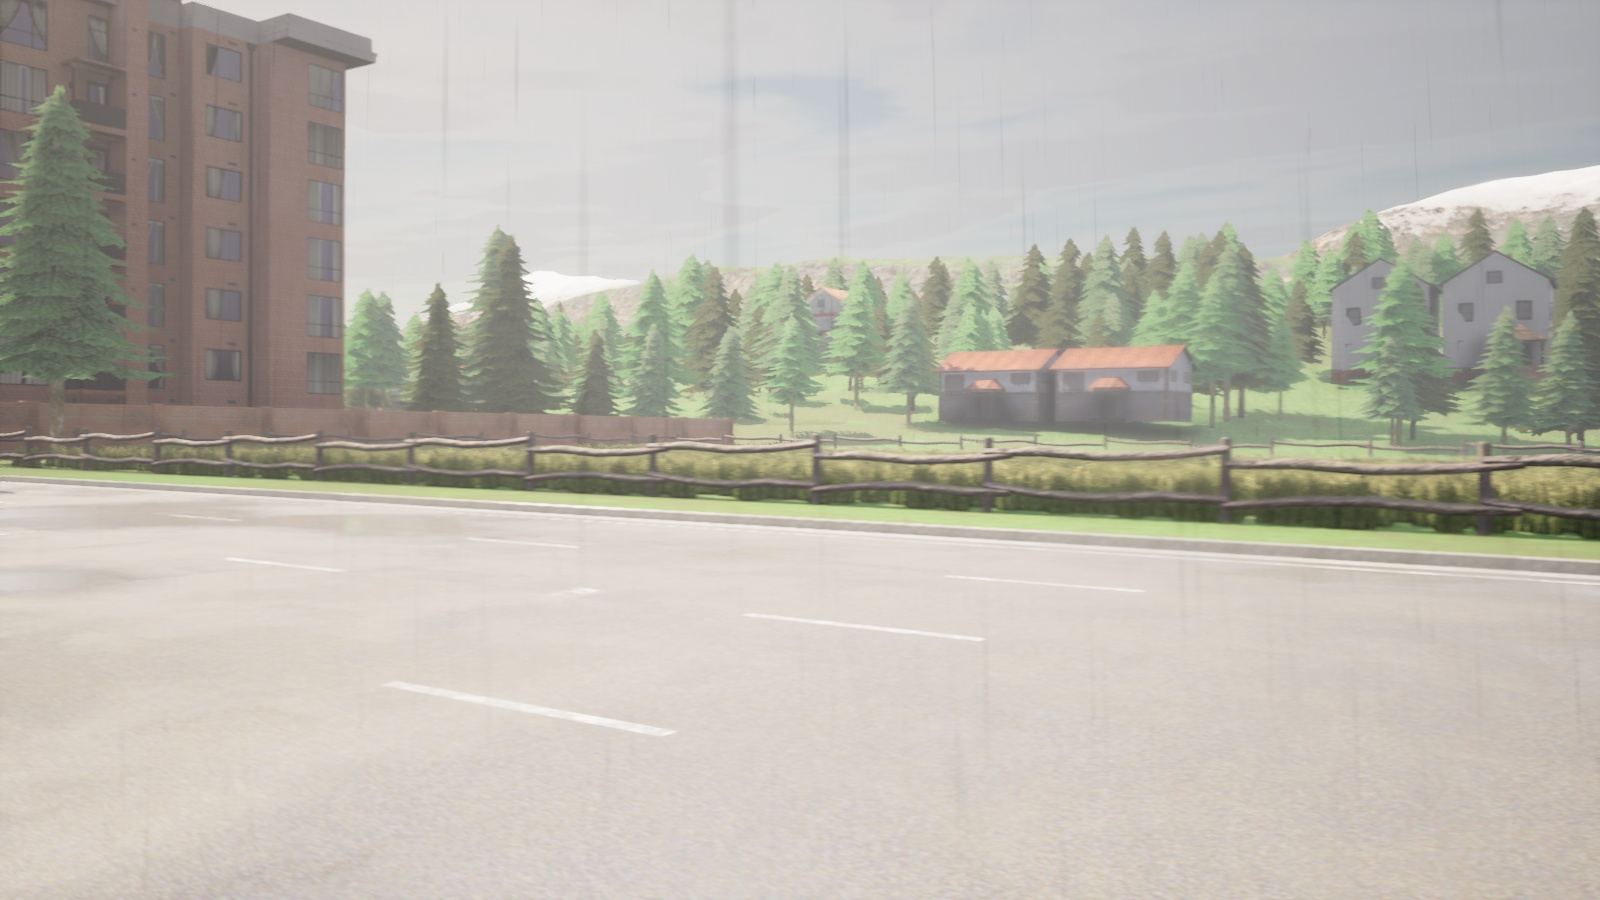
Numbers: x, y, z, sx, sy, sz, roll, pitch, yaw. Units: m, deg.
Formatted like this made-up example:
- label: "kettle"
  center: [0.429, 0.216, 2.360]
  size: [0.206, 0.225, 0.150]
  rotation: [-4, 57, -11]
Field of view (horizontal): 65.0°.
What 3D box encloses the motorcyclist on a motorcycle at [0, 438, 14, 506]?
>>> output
- label: "motorcyclist on a motorcycle"
  center: [-18.913, 0.506, 28.708]
  size: [2.044, 1.523, 0.797]
  rotation: [0, 1, 33]
